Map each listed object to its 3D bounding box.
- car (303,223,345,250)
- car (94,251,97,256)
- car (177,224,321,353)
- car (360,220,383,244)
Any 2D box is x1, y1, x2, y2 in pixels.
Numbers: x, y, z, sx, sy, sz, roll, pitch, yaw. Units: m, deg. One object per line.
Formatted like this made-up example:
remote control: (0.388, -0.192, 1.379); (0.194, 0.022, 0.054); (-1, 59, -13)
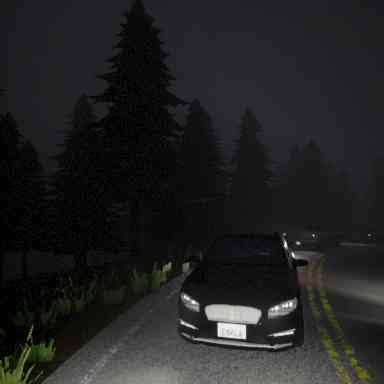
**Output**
car: (6.499, 2.308, 17.694); (1.895, 1.301, 4.718); (-3, -6, 39)
car: (-20.263, 13.650, 72.971); (4.181, 1.381, 1.994); (-2, -5, 31)
car: (1.133, 1.562, 6.602); (2.128, 1.511, 4.902); (-1, -2, 15)
car: (15.846, 3.225, 26.460); (5.566, 2.045, 2.150); (8, -8, -28)
